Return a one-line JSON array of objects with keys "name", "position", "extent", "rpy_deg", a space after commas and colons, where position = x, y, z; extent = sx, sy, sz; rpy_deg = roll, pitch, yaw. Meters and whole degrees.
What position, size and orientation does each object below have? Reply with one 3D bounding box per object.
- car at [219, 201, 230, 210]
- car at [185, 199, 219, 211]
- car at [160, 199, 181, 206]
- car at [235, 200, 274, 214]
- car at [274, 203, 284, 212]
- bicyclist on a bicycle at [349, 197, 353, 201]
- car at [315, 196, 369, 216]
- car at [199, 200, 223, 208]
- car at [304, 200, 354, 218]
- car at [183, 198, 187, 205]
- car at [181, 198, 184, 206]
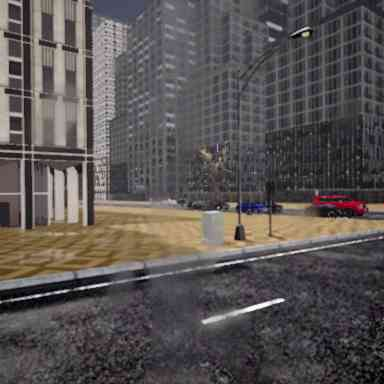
[{"name": "car", "position": [3.816, 2.042, 51.454], "extent": [1.837, 1.490, 4.892], "rpy_deg": [-1, 0, -35]}, {"name": "car", "position": [1.393, 2.168, 49.249], "extent": [1.895, 1.301, 4.718], "rpy_deg": [-1, 0, -35]}, {"name": "car", "position": [-4.841, 2.167, 69.493], "extent": [1.812, 1.442, 4.674], "rpy_deg": [-1, 0, -35]}, {"name": "car", "position": [7.307, 1.931, 40.856], "extent": [1.812, 1.442, 4.674], "rpy_deg": [-1, 0, -35]}, {"name": "car", "position": [9.662, 1.882, 43.160], "extent": [1.837, 1.490, 4.892], "rpy_deg": [-1, 0, -35]}, {"name": "bicyclist on a bicycle", "position": [21.496, 1.475, 45.204], "extent": [1.656, 1.620, 0.582], "rpy_deg": [-1, 0, -35]}, {"name": "car", "position": [15.442, 1.441, 34.964], "extent": [2.150, 2.045, 5.566], "rpy_deg": [-1, 0, -35]}, {"name": "car", "position": [3.568, 2.218, 63.224], "extent": [1.895, 1.301, 4.718], "rpy_deg": [-1, 0, -35]}, {"name": "car", "position": [13.109, 1.811, 32.638], "extent": [1.994, 1.385, 4.181], "rpy_deg": [-1, 0, -35]}, {"name": "car", "position": [0.829, 2.220, 61.565], "extent": [1.994, 1.385, 4.181], "rpy_deg": [-1, 0, -35]}, {"name": "car", "position": [-2.187, 2.132, 71.368], "extent": [2.128, 1.511, 4.902], "rpy_deg": [-1, 0, -35]}]
